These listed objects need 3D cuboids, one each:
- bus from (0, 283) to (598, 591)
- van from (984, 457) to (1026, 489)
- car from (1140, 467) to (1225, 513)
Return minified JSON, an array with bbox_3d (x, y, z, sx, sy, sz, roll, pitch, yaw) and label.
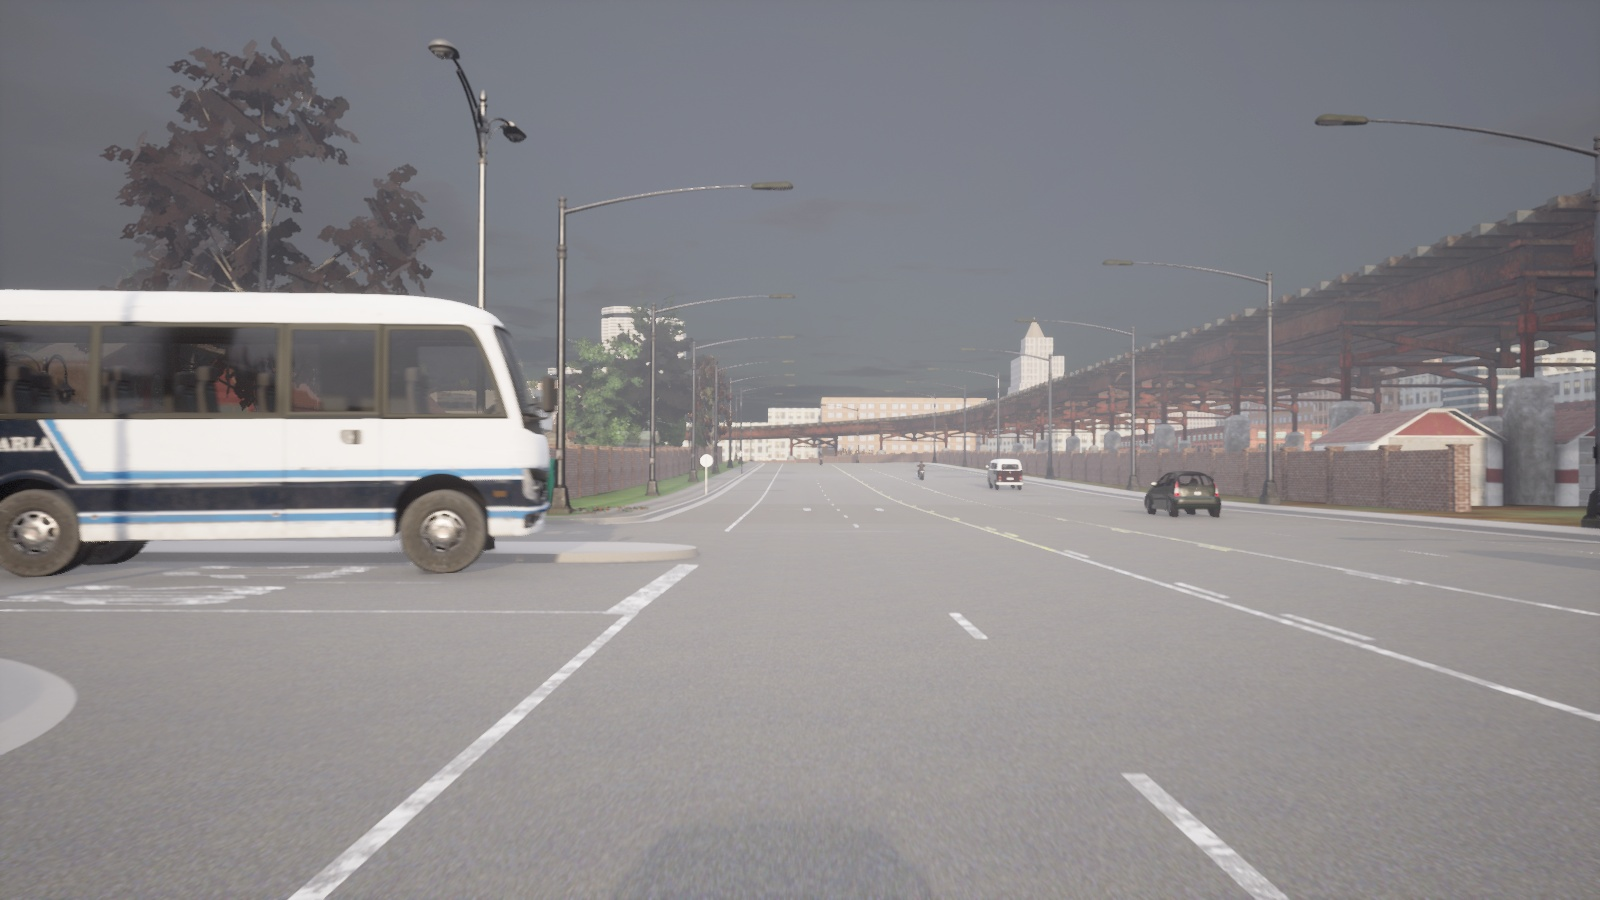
[{"bbox_3d":[-8.423,-0.224,19.783,10.273,4.253,3.944,-1,0,-9],"label":"bus"},{"bbox_3d":[13.682,1.494,84.033,2.069,2.038,4.480,0,0,0],"label":"van"},{"bbox_3d":[13.826,1.422,45.673,1.851,1.617,3.988,0,-1,0],"label":"car"}]
